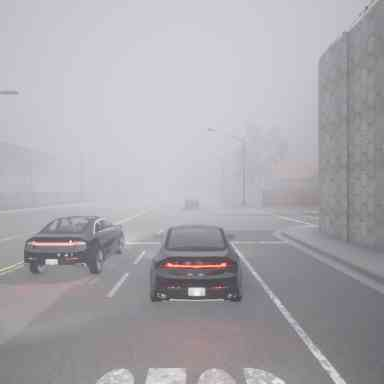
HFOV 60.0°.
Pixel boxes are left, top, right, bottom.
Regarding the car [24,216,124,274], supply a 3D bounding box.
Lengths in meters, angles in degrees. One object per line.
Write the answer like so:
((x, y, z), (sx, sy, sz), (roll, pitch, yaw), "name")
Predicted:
((-3.429, 1.492, 10.533), (2.128, 1.511, 4.902), (0, 0, 0), "car")

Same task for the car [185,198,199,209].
((-0.022, 1.492, 44.232), (2.128, 1.511, 4.902), (0, 0, 0), "car")

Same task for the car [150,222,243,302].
((0.078, 1.505, 8.265), (1.837, 1.490, 4.892), (0, 0, 0), "car")
